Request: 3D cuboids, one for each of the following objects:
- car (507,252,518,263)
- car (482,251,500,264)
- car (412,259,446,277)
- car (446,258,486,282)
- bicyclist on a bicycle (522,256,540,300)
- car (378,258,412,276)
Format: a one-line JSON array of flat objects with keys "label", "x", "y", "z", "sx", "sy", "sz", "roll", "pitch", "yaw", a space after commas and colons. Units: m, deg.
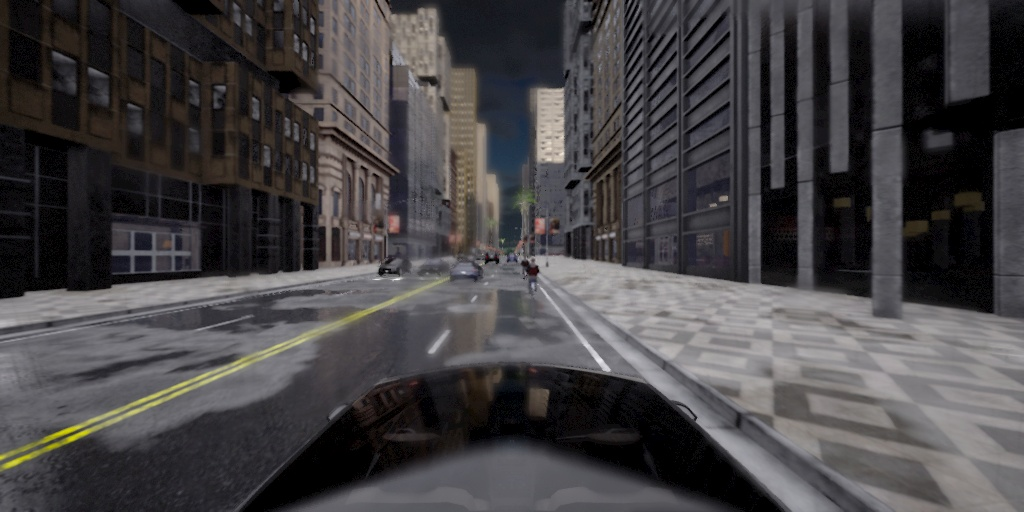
[{"label": "car", "x": 0.060, "y": 0.430, "z": 64.364, "sx": 1.812, "sy": 1.442, "sz": 4.674, "roll": 0, "pitch": 1, "yaw": 0}, {"label": "car", "x": -3.143, "y": 0.230, "z": 58.028, "sx": 2.150, "sy": 2.045, "sz": 5.566, "roll": 0, "pitch": 1, "yaw": 0}, {"label": "car", "x": -6.596, "y": 0.954, "z": 30.620, "sx": 2.033, "sy": 1.411, "sz": 5.357, "roll": 0, "pitch": 1, "yaw": 0}, {"label": "car", "x": -3.147, "y": 1.037, "z": 25.377, "sx": 1.994, "sy": 1.385, "sz": 4.181, "roll": 0, "pitch": 1, "yaw": 0}, {"label": "bicyclist on a bicycle", "x": 0.895, "y": 0.963, "z": 15.369, "sx": 0.659, "sy": 1.776, "sz": 1.843, "roll": 0, "pitch": 1, "yaw": 0}, {"label": "car", "x": -9.842, "y": 0.912, "z": 30.614, "sx": 1.837, "sy": 1.490, "sz": 4.892, "roll": 0, "pitch": 1, "yaw": 0}]
